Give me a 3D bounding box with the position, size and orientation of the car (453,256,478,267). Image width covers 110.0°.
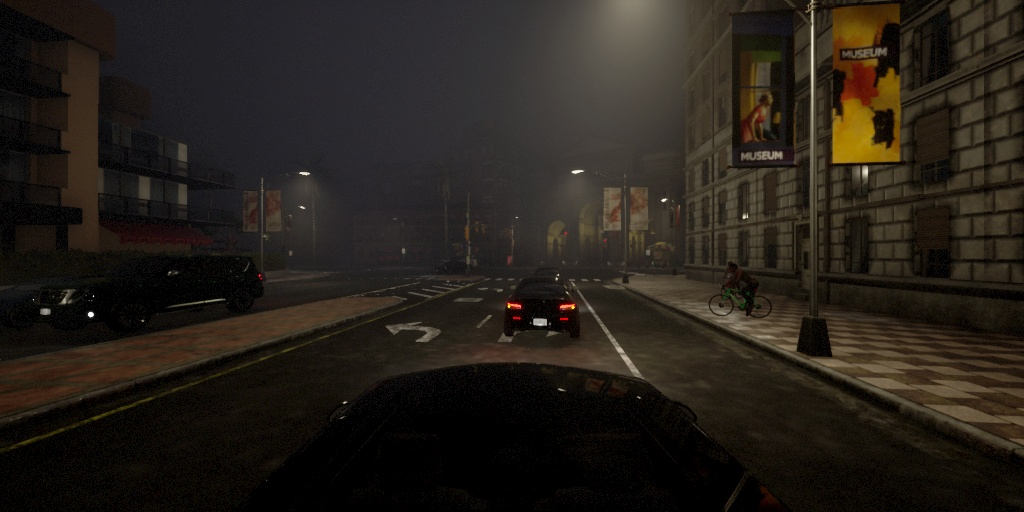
[{"bbox_3d":[-7.848,0.971,52.724,5.566,2.045,2.150,0,0,7],"label":"car"}]

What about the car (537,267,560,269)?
[{"bbox_3d":[1.936,1.276,18.952,1.812,1.442,4.674,0,0,7],"label":"car"}]

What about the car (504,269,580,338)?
[{"bbox_3d":[0.885,1.276,10.110,1.812,1.442,4.674,0,0,7],"label":"car"}]

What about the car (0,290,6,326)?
[{"bbox_3d":[-14.195,1.297,11.681,2.033,1.411,5.357,0,0,7],"label":"car"}]

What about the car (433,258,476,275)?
[{"bbox_3d":[-6.370,1.255,38.565,1.837,1.490,4.892,-2,-1,32],"label":"car"}]

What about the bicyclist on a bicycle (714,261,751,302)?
[{"bbox_3d":[9.284,1.050,15.085,1.656,1.620,0.582,0,0,-28],"label":"bicyclist on a bicycle"}]

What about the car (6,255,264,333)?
[{"bbox_3d":[-10.705,0.971,11.256,2.150,2.045,5.566,0,0,8],"label":"car"}]

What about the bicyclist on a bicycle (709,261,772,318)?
[{"bbox_3d":[6.862,1.051,10.824,1.656,1.620,0.582,0,0,22],"label":"bicyclist on a bicycle"}]
